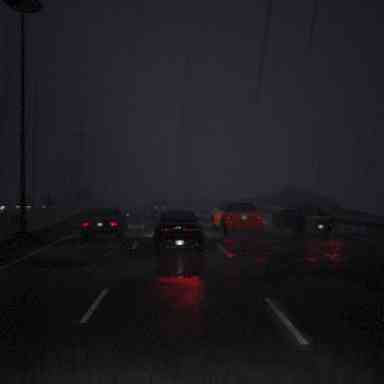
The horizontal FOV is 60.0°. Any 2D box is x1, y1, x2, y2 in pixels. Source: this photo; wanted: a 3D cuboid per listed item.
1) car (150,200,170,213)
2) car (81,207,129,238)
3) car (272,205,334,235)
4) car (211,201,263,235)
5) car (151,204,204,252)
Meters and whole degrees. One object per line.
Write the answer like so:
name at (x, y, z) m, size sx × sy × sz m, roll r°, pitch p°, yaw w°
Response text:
car at (-3.030, 1.484, 32.273) m, size 2.033 × 1.411 × 5.357 m, roll 0°, pitch 0°, yaw -10°
car at (-4.437, 1.516, 17.541) m, size 2.033 × 1.411 × 5.357 m, roll 0°, pitch 0°, yaw -6°
car at (5.977, 1.446, 18.452) m, size 2.128 × 1.511 × 4.902 m, roll 0°, pitch 0°, yaw -5°
car at (2.411, 1.310, 18.843) m, size 2.097 × 1.767 × 4.553 m, roll 0°, pitch 0°, yaw -6°
car at (-0.613, 1.477, 13.812) m, size 1.837 × 1.490 × 4.892 m, roll 0°, pitch 0°, yaw -5°
